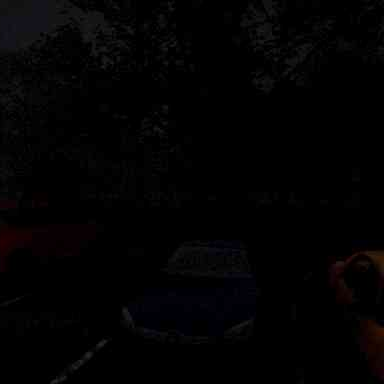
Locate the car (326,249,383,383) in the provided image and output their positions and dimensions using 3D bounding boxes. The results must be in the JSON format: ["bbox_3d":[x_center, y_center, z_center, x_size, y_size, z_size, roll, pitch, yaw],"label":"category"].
[{"bbox_3d":[2.769,1.481,3.911,1.946,1.575,5.366,0,-1,15],"label":"car"}]

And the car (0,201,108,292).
[{"bbox_3d":[-4.468,1.255,9.251,2.435,2.045,5.566,0,-1,15],"label":"car"}]

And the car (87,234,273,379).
[{"bbox_3d":[0.395,1.532,5.811,2.002,1.452,4.674,0,-1,15],"label":"car"}]
